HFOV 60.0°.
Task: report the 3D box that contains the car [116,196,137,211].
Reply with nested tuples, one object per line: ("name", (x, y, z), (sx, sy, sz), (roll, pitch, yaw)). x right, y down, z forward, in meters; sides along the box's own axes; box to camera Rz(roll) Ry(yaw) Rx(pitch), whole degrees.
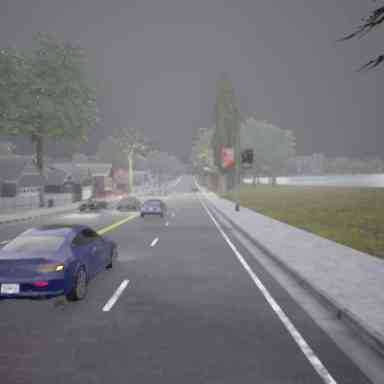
("car", (-6.598, 1.167, 34.827), (1.837, 1.490, 4.892), (0, 1, 0))

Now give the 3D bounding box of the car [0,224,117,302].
("car", (-3.152, 1.499, 8.081), (1.812, 1.442, 4.674), (0, 0, 0))

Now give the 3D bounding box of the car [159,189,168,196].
("car", (-6.515, 0.075, 75.960), (2.128, 1.511, 4.902), (0, 2, 0))

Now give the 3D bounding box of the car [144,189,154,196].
("car", (-9.765, 0.090, 75.960), (2.033, 1.411, 5.357), (0, 2, 0))

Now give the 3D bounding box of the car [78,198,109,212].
("car", (-9.850, 1.285, 33.600), (1.895, 1.301, 4.718), (0, 1, 0))

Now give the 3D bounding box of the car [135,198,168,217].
("car", (-3.155, 1.321, 28.028), (2.033, 1.411, 5.357), (0, 1, 0))
